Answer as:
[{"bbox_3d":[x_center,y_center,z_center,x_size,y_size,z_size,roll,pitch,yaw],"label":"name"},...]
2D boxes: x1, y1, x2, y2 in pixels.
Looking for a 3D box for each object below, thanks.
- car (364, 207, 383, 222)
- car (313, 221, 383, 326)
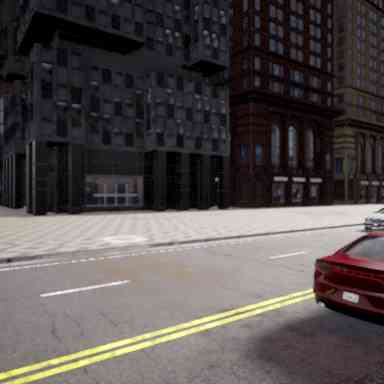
[{"bbox_3d":[12.511,1.607,20.590,4.674,1.442,1.812,0,0,-35],"label":"car"},{"bbox_3d":[4.505,1.505,6.653,5.008,1.535,1.882,0,0,-35],"label":"car"}]
